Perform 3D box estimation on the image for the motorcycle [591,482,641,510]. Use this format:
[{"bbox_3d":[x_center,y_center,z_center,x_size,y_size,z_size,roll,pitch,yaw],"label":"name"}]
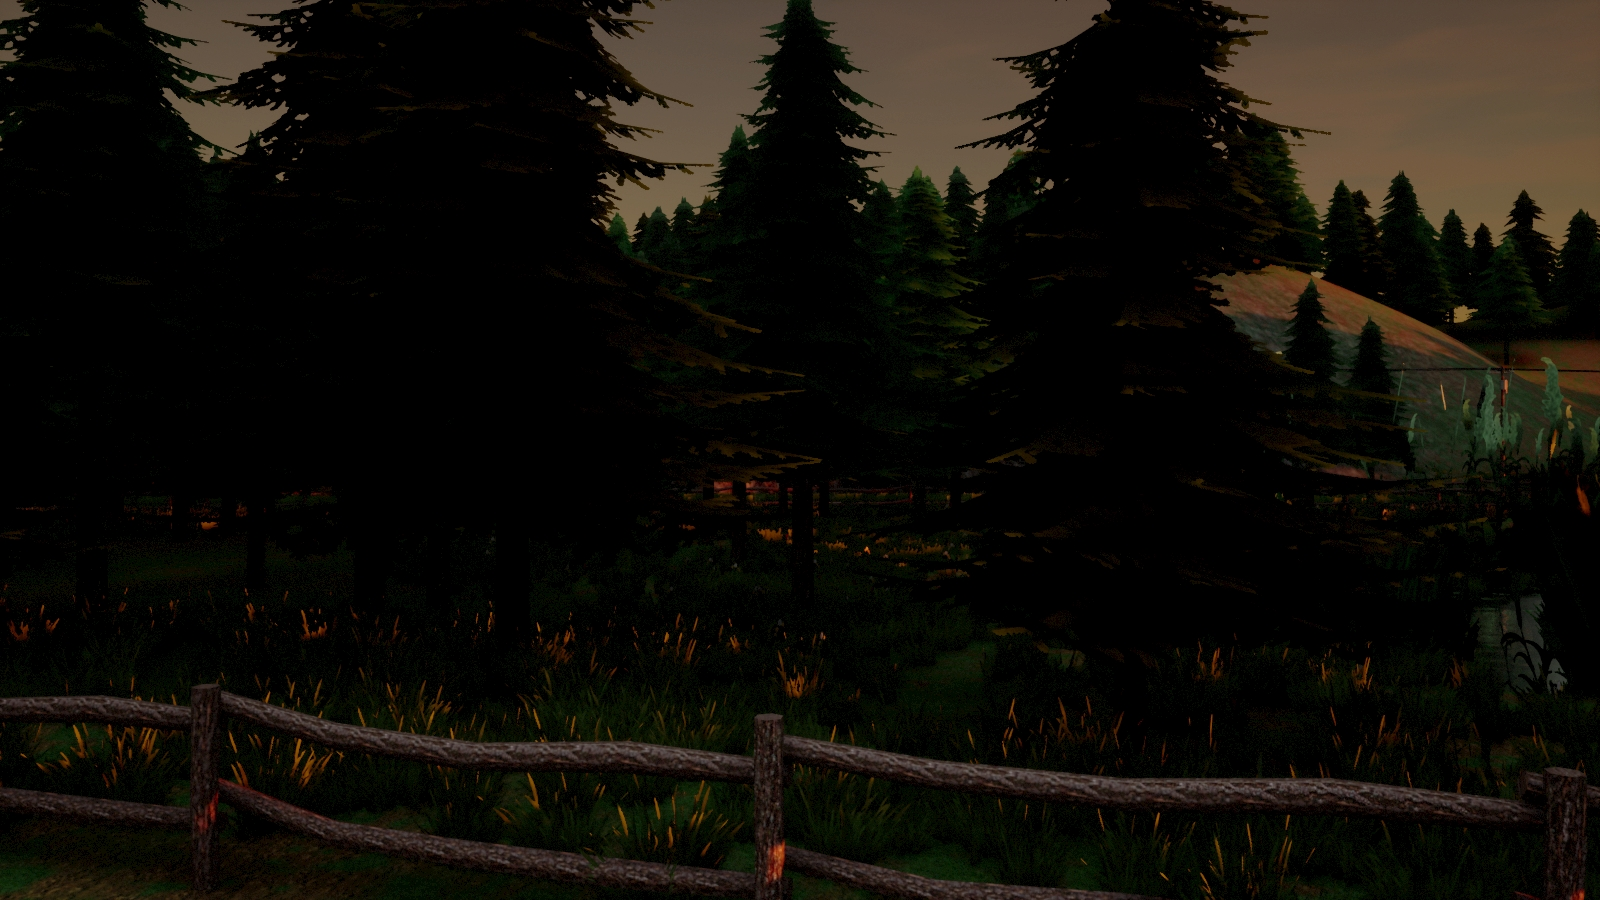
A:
[{"bbox_3d":[-8.716,2.178,54.116,2.209,1.251,0.867,0,0,14],"label":"motorcycle"}]
